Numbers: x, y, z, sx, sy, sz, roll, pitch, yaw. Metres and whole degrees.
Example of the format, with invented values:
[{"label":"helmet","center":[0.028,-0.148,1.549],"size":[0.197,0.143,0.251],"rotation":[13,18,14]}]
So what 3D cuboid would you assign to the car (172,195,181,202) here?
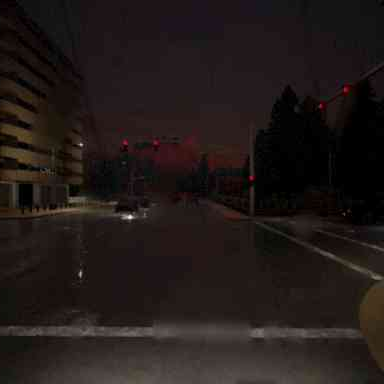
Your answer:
[{"label":"car","center":[-3.583,1.430,75.920],"size":[1.882,1.535,5.008],"rotation":[0,0,0]}]

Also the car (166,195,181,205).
[{"label":"car","center":[-3.464,1.511,57.593],"size":[2.033,1.411,5.357],"rotation":[0,0,0]}]

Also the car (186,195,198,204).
[{"label":"car","center":[0.033,1.313,61.923],"size":[2.097,1.767,4.553],"rotation":[0,0,0]}]

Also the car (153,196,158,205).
[{"label":"car","center":[-7.134,1.469,58.580],"size":[1.837,1.490,4.892],"rotation":[0,0,0]}]

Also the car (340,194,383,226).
[{"label":"car","center":[13.015,1.152,22.289],"size":[5.566,2.045,2.150],"rotation":[0,0,2]}]

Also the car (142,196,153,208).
[{"label":"car","center":[-7.136,1.496,46.986],"size":[1.812,1.442,4.674],"rotation":[0,0,0]}]

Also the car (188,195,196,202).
[{"label":"car","center":[-0.085,1.476,76.166],"size":[1.812,1.442,4.674],"rotation":[0,0,0]}]

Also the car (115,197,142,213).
[{"label":"car","center":[-7.129,1.454,36.680],"size":[1.882,1.535,5.008],"rotation":[0,0,0]}]
